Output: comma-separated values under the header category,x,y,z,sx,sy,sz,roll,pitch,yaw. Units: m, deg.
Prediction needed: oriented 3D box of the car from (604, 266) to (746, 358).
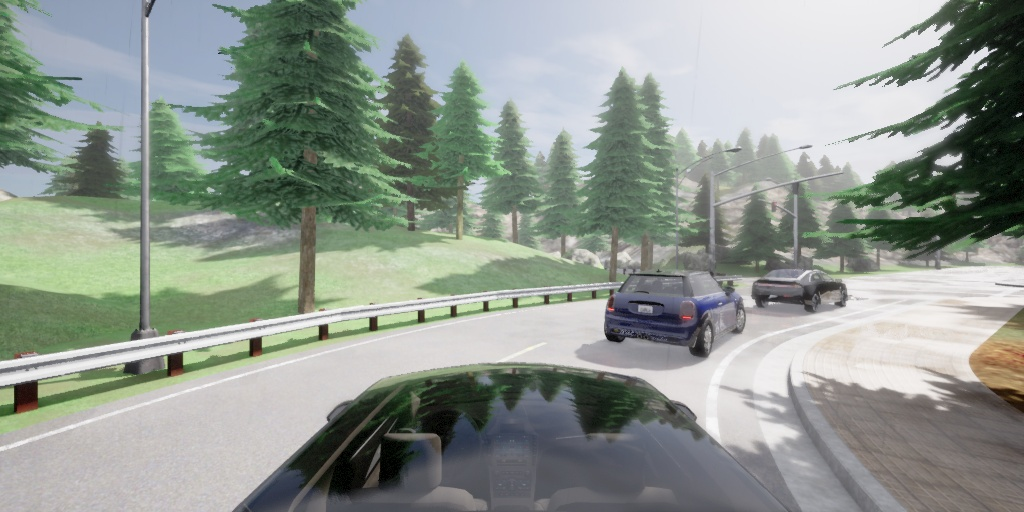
category,x,y,z,sx,sy,sz,roll,pitch,yaw
car,4.176,1.109,8.893,2.097,1.767,4.553,0,0,43

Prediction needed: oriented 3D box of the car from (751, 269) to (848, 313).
category,x,y,z,sx,sy,sz,roll,pitch,yaw
car,11.363,1.256,14.096,4.902,1.511,2.128,0,0,-32
